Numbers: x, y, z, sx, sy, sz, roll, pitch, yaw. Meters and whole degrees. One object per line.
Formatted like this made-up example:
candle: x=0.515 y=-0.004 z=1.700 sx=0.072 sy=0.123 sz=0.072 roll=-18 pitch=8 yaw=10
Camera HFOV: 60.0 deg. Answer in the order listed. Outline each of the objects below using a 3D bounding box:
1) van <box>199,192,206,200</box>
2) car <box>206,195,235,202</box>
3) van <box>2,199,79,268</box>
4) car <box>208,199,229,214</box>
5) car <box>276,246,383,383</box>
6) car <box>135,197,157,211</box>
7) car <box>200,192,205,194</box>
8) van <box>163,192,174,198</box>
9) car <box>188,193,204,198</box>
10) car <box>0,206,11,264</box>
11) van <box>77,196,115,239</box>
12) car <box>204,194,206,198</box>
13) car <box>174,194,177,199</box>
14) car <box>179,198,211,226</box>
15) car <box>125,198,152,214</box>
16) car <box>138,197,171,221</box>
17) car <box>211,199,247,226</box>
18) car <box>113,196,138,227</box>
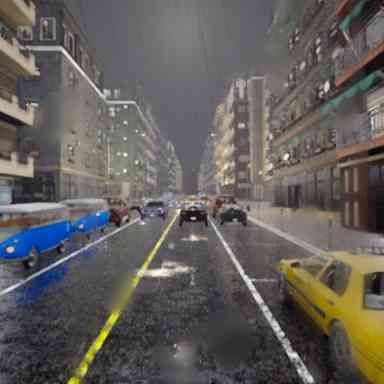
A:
van: x=2.562 y=0.947 z=82.590 sx=1.690 sy=1.788 sz=3.998 roll=1 pitch=0 yaw=0
car: x=2.584 y=1.151 z=27.704 sx=2.192 sy=1.841 sz=5.009 roll=2 pitch=0 yaw=0
van: x=-5.289 y=1.276 z=10.712 sx=1.690 sy=1.788 sz=3.998 roll=2 pitch=0 yaw=0
car: x=2.574 y=1.387 z=33.370 sx=1.802 sy=1.307 sz=4.206 roll=2 pitch=0 yaw=0
car: x=2.586 y=1.492 z=5.217 sx=1.752 sy=1.417 sz=4.829 roll=2 pitch=0 yaw=0
car: x=-5.307 y=1.327 z=39.038 sx=2.008 sy=1.369 sz=4.403 roll=2 pitch=0 yaw=0
car: x=2.561 y=1.186 z=71.518 sx=1.887 sy=1.381 sz=4.507 roll=1 pitch=0 yaw=0
van: x=-5.312 y=0.983 z=71.609 sx=1.690 sy=1.788 sz=3.998 roll=2 pitch=0 yaw=0
car: x=0.087 y=1.233 z=38.933 sx=1.801 sy=1.575 sz=5.366 roll=0 pitch=0 yaw=0
car: x=-5.286 y=1.284 z=5.048 sx=2.192 sy=1.841 sz=5.009 roll=2 pitch=0 yaw=0
van: x=-5.291 y=1.243 z=16.377 sx=1.690 sy=1.788 sz=3.998 roll=2 pitch=0 yaw=0
car: x=2.574 y=1.300 z=39.205 sx=1.752 sy=1.417 sz=4.829 roll=2 pitch=0 yaw=0
car: x=-5.325 y=1.142 z=88.213 sx=2.008 sy=1.369 sz=4.403 roll=2 pitch=0 yaw=0
car: x=0.094 y=1.392 z=22.258 sx=1.812 sy=1.442 sz=4.674 roll=0 pitch=0 yaw=0
car: x=-5.305 y=1.371 z=33.373 sx=1.947 sy=1.339 sz=4.313 roll=2 pitch=0 yaw=0
car: x=-2.799 y=1.372 z=25.800 sx=1.812 sy=1.442 sz=4.674 roll=0 pitch=0 yaw=1
car: x=2.580 y=1.419 z=22.041 sx=2.008 sy=1.369 sz=4.403 roll=2 pitch=0 yaw=0
car: x=-5.292 y=1.183 z=22.042 sx=2.192 sy=1.841 sz=5.009 roll=2 pitch=0 yaw=0
